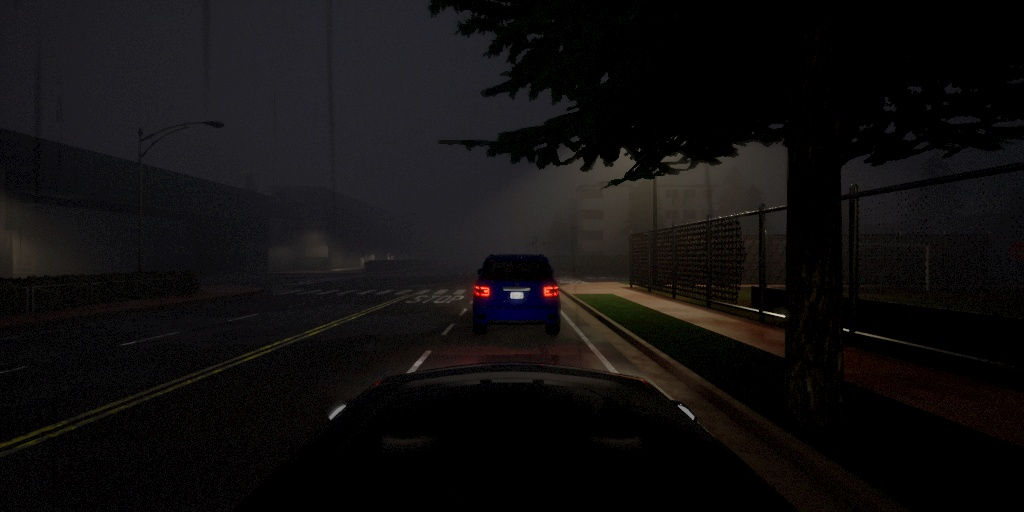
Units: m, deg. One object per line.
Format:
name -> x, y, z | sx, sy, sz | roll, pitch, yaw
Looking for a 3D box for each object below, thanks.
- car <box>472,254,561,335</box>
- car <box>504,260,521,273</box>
car -> 0.115, 0.971, 10.673 | 2.150, 2.045, 5.566 | 0, 0, 0
car -> 0.025, 1.241, 45.548 | 2.128, 1.511, 4.902 | 0, 0, 0
